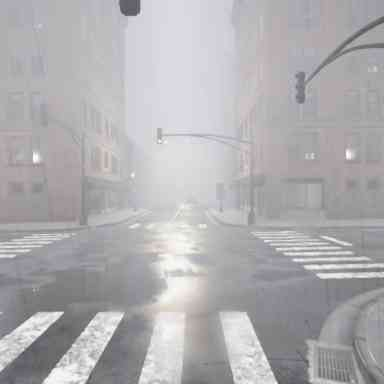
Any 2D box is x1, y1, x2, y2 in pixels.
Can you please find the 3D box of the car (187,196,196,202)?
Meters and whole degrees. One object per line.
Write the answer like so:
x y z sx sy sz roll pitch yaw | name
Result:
-0.138 1.434 70.128 1.895 1.301 4.718 0 0 0 | car

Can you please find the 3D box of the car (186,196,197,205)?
-0.118 1.555 59.675 2.033 1.411 5.357 0 0 0 | car
